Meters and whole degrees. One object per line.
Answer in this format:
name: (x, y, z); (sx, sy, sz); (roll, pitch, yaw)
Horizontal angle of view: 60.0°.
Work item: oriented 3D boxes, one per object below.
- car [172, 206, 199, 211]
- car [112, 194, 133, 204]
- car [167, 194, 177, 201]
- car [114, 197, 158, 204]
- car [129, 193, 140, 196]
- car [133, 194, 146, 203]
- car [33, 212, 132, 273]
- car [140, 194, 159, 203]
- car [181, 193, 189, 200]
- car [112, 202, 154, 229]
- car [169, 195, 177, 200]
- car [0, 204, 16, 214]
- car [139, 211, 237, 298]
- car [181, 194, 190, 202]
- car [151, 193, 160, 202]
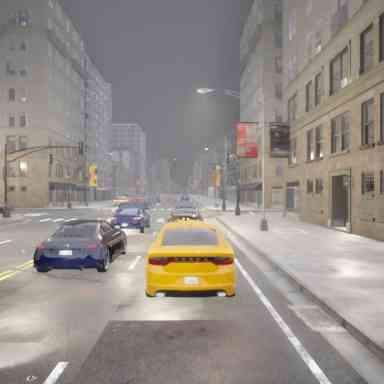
car: (-0.353, 1.509, 18.082); (1.837, 1.490, 4.892); (0, 0, -1)
car: (-10.894, 1.499, 51.146); (1.882, 1.535, 5.008); (0, 0, -1)
car: (-4.918, 1.378, 80.574); (2.097, 1.767, 4.553); (0, 0, -1)
car: (-6.473, 1.585, 38.928); (1.994, 1.385, 4.181); (0, 0, 41)
car: (-11.069, 1.246, 61.081); (2.150, 2.045, 5.566); (0, 0, -1)
car: (-11.220, 1.381, 71.070); (2.097, 1.767, 4.553); (0, 0, -1)
car: (-3.355, 1.566, 10.739); (1.994, 1.385, 4.181); (0, 0, -1)
car: (-7.810, 1.571, 60.751); (2.033, 1.411, 5.357); (0, 0, -1)
car: (-1.880, 1.249, 90.643); (2.097, 1.767, 4.553); (0, 0, -1)
car: (-3.533, 1.531, 19.481); (1.812, 1.442, 4.674); (0, 0, -1)
car: (-5.130, 1.434, 90.605); (2.033, 1.411, 5.357); (0, 0, -1)
car: (-20.731, 1.538, 33.357); (5.357, 1.411, 2.033); (0, 0, -1)
car: (-0.053, 1.479, 8.601); (1.882, 1.535, 5.008); (0, 0, -1)
car: (-1.669, 1.378, 80.642); (2.097, 1.767, 4.553); (0, 0, -1)
car: (-7.973, 1.251, 71.226); (2.150, 2.045, 5.566); (0, 0, -1)
